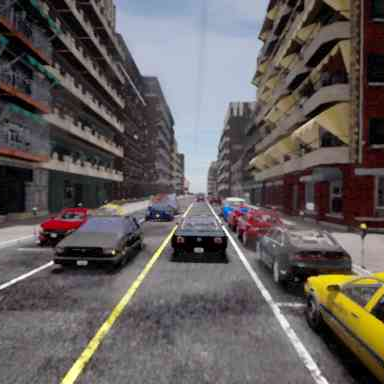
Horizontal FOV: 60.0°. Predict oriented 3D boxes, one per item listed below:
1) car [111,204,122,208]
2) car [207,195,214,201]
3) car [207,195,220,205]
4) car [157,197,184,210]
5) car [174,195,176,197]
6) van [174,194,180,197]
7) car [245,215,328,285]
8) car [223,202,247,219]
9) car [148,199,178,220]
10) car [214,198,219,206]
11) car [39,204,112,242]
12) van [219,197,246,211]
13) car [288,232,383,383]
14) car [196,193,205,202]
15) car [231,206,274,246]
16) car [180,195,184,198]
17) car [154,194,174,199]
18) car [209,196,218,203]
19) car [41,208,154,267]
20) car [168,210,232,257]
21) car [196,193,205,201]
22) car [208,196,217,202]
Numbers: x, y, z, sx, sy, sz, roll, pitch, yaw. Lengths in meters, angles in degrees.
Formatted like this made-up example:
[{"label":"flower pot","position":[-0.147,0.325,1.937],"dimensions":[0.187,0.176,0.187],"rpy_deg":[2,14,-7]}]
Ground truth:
[{"label":"car","position":[-5.179,1.436,20.715],"dimensions":[1.752,1.417,4.829],"rpy_deg":[1,0,2]},{"label":"car","position":[5.158,1.679,94.243],"dimensions":[1.947,1.339,4.313],"rpy_deg":[1,0,2]},{"label":"car","position":[4.261,1.381,60.284],"dimensions":[2.192,1.841,5.009],"rpy_deg":[1,0,2]},{"label":"car","position":[-2.153,1.573,33.660],"dimensions":[2.033,1.411,5.357],"rpy_deg":[1,0,2]},{"label":"car","position":[-4.271,1.481,54.845],"dimensions":[2.008,1.369,4.403],"rpy_deg":[1,0,2]},{"label":"van","position":[-3.965,1.283,66.166],"dimensions":[1.690,1.788,3.998],"rpy_deg":[1,0,2]},{"label":"car","position":[2.899,1.591,9.342],"dimensions":[2.008,1.369,4.403],"rpy_deg":[1,0,2]},{"label":"car","position":[3.201,1.586,20.662],"dimensions":[1.887,1.381,4.507],"rpy_deg":[1,0,2]},{"label":"car","position":[-2.436,1.516,25.971],"dimensions":[1.994,1.385,4.181],"rpy_deg":[1,0,2]},{"label":"car","position":[3.502,1.596,31.984],"dimensions":[2.008,1.369,4.403],"rpy_deg":[1,0,2]},{"label":"car","position":[-5.326,1.455,15.226],"dimensions":[1.887,1.381,4.507],"rpy_deg":[1,0,2]},{"label":"van","position":[3.356,1.384,26.324],"dimensions":[1.690,1.788,3.998],"rpy_deg":[1,0,2]},{"label":"car","position":[2.760,1.566,4.079],"dimensions":[1.752,1.417,4.829],"rpy_deg":[1,0,2]},{"label":"car","position":[2.050,1.396,78.562],"dimensions":[2.097,1.767,4.553],"rpy_deg":[1,0,2]},{"label":"car","position":[3.050,1.585,15.003],"dimensions":[1.887,1.381,4.507],"rpy_deg":[1,0,2]},{"label":"car","position":[-3.221,1.508,94.296],"dimensions":[1.752,1.417,4.829],"rpy_deg":[1,0,2]},{"label":"car","position":[-4.416,1.241,49.186],"dimensions":[2.192,1.841,5.009],"rpy_deg":[1,0,2]},{"label":"car","position":[4.562,1.604,71.775],"dimensions":[1.752,1.417,4.829],"rpy_deg":[1,0,2]},{"label":"car","position":[-2.842,1.497,11.489],"dimensions":[2.033,1.411,5.357],"rpy_deg":[1,0,2]},{"label":"car","position":[0.297,1.599,13.042],"dimensions":[1.895,1.301,4.718],"rpy_deg":[1,0,2]},{"label":"car","position":[2.319,1.183,88.624],"dimensions":[2.150,2.045,5.566],"rpy_deg":[1,0,2]},{"label":"car","position":[4.707,1.668,77.263],"dimensions":[1.802,1.307,4.206],"rpy_deg":[1,0,2]}]
